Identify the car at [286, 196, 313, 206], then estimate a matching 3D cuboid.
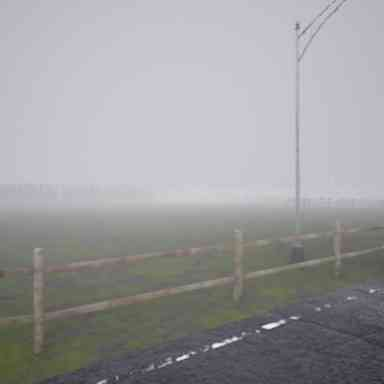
[{"bbox_3d":[19.103,1.531,59.010,2.128,1.511,4.902,0,0,-39],"label":"car"}]
